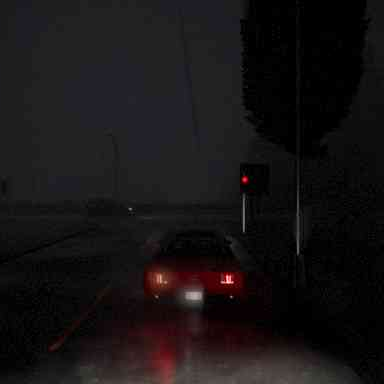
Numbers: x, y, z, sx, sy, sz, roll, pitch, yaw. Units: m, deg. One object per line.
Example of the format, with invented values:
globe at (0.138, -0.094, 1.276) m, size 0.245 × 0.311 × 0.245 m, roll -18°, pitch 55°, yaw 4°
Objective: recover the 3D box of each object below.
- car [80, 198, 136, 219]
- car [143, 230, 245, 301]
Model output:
car at (-7.168, 1.351, 28.819) m, size 4.553 × 1.767 × 2.097 m, roll 0°, pitch 0°, yaw 0°
car at (0.064, 1.601, 8.276) m, size 1.895 × 1.301 × 4.718 m, roll 0°, pitch 0°, yaw 1°
